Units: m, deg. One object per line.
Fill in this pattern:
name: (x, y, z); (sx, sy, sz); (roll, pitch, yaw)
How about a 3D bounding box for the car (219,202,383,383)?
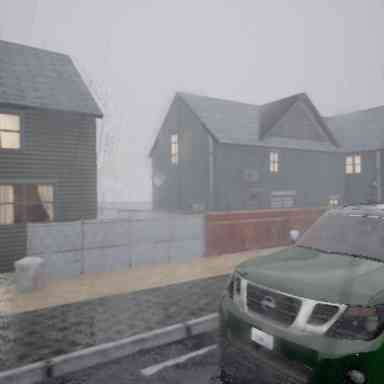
car: (3.027, 1.209, 5.131); (5.566, 2.045, 2.150); (0, 0, -35)
